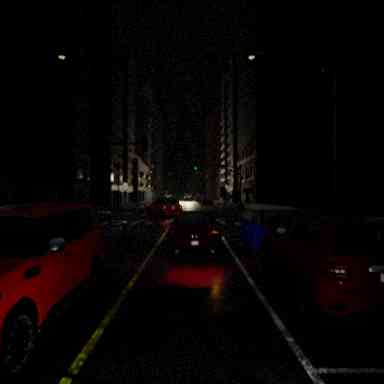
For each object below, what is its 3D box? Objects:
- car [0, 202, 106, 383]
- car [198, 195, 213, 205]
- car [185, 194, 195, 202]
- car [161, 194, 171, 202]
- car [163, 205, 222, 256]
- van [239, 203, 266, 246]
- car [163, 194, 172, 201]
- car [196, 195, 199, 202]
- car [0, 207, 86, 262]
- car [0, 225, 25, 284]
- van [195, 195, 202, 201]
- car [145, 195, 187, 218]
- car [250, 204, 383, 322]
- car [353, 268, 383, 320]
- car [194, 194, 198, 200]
[{"bbox_3d":[-3.097,1.232,5.724,2.150,2.045,5.566,0,0,0],"label":"car"},{"bbox_3d":[2.562,1.567,56.606,1.967,1.590,4.097,0,0,-1],"label":"car"},{"bbox_3d":[-0.856,1.759,81.884,1.994,1.385,4.181,0,0,-1],"label":"car"},{"bbox_3d":[-6.589,1.538,84.695,2.192,1.841,5.009,0,0,-1],"label":"car"},{"bbox_3d":[0.099,1.501,13.203,1.882,1.535,5.008,0,0,0],"label":"car"},{"bbox_3d":[2.856,1.364,12.717,1.690,1.788,3.998,0,0,0],"label":"van"},{"bbox_3d":[-6.715,1.569,90.350,2.192,1.841,5.009,0,0,-1],"label":"car"},{"bbox_3d":[2.311,1.740,67.913,1.802,1.307,4.206,0,0,-1],"label":"car"},{"bbox_3d":[-5.670,1.463,12.709,1.967,1.590,4.097,0,0,0],"label":"car"},{"bbox_3d":[-5.669,1.579,7.184,1.947,1.339,4.313,0,0,0],"label":"car"},{"bbox_3d":[1.809,1.596,90.524,1.690,1.788,3.998,0,0,-1],"label":"van"},{"bbox_3d":[-2.681,1.402,30.815,2.097,1.767,4.553,0,0,-29],"label":"car"},{"bbox_3d":[2.857,1.328,7.193,2.192,1.841,5.009,0,0,0],"label":"car"},{"bbox_3d":[2.858,1.569,1.669,1.947,1.339,4.313,0,0,0],"label":"car"},{"bbox_3d":[2.060,1.778,79.216,1.802,1.307,4.206,0,0,-1],"label":"car"}]
